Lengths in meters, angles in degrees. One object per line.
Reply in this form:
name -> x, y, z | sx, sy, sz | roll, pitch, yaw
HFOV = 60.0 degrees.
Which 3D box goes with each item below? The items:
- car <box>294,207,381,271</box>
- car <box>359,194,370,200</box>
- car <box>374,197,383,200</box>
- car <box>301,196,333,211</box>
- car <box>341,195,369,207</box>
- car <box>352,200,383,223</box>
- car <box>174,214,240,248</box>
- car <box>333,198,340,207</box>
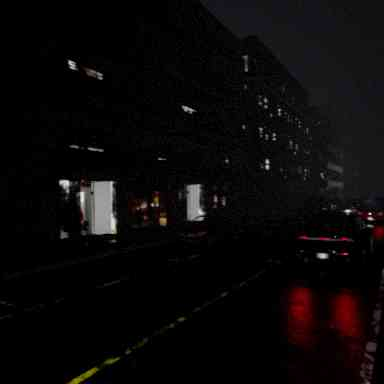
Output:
car -> 4.785, 1.478, 10.970 | 2.128, 1.511, 4.902 | -2, -1, 32
car -> 42.811, 1.268, 82.397 | 2.008, 1.369, 4.403 | -1, 0, 32
car -> 22.397, 1.301, 39.202 | 1.882, 1.535, 5.008 | -2, -1, 32
car -> 12.831, 1.319, 34.669 | 2.192, 1.841, 5.009 | -1, 0, 32
car -> 20.609, 1.436, 42.009 | 2.033, 1.411, 5.357 | -2, -1, 32
car -> 13.283, 1.508, 24.495 | 1.895, 1.301, 4.718 | -2, -1, 32
car -> 0.845, 1.698, 15.576 | 1.802, 1.307, 4.206 | -1, 0, 32
car -> 15.830, 1.416, 39.441 | 1.967, 1.590, 4.097 | -1, 0, 32
